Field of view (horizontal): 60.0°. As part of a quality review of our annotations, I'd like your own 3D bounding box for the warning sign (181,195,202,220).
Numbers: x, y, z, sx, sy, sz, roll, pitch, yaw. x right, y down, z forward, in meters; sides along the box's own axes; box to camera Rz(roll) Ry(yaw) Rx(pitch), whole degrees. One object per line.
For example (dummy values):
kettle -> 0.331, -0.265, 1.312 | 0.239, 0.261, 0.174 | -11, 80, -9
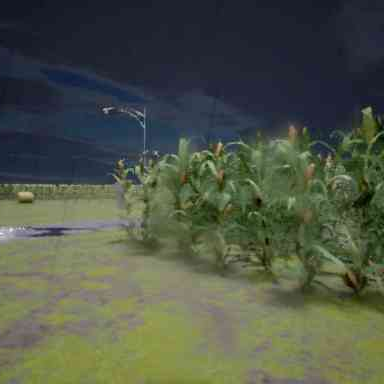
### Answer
warning sign -> -0.011, 1.221, 26.366 | 1.300, 1.860, 1.060 | 1, 0, 35
